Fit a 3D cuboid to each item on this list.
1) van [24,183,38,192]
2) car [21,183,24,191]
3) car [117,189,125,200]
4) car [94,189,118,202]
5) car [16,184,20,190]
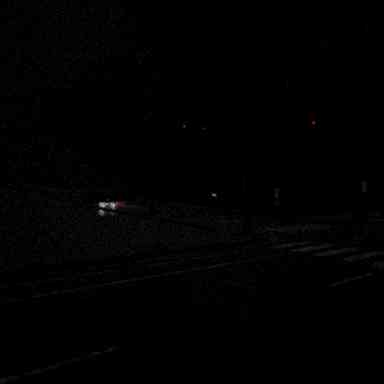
[{"bbox_3d":[-34.438,-1.013,71.673,1.690,1.788,3.998,2,1,-35],"label":"van"},{"bbox_3d":[-36.369,-0.896,74.380,2.008,1.369,4.403,2,1,-35],"label":"car"},{"bbox_3d":[-11.385,0.353,48.467,1.837,1.490,4.892,-1,3,-35],"label":"car"},{"bbox_3d":[-12.045,0.610,44.477,1.895,1.301,4.718,-1,3,-35],"label":"car"},{"bbox_3d":[-39.251,-1.271,78.437,2.192,1.841,5.009,2,1,-35],"label":"car"}]
